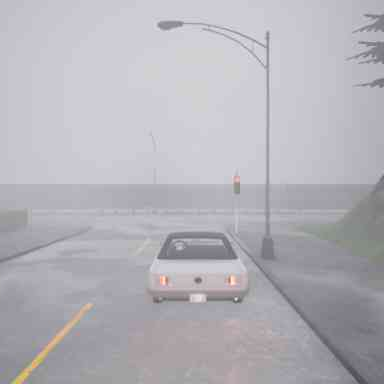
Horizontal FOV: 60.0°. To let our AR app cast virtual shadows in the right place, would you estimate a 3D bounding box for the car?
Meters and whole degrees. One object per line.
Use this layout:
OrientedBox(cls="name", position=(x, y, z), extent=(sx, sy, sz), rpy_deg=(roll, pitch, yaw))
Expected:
OrientedBox(cls="car", position=(0.114, 1.616, 8.181), extent=(1.895, 1.301, 4.718), rpy_deg=(0, 0, 0))
